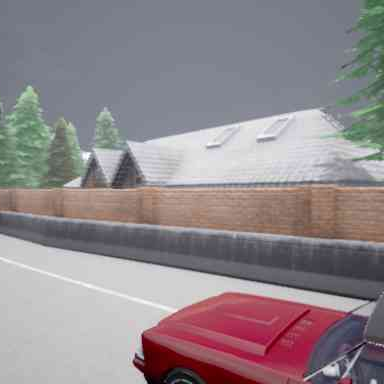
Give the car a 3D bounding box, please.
[{"bbox_3d":[1.726,1.610,2.817,4.718,1.301,1.895,0,0,36],"label":"car"}]
